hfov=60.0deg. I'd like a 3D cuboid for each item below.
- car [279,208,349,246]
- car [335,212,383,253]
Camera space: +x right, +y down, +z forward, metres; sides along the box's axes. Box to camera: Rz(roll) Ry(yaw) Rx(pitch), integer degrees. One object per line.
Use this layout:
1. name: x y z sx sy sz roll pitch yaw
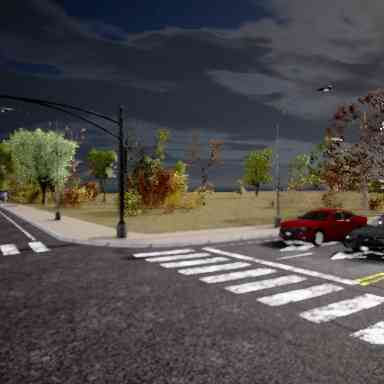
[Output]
1. car: 6.330 1.557 15.858 5.008 1.535 1.882 0 0 -32
2. car: 8.321 1.621 13.290 5.357 1.411 2.033 0 0 -34
